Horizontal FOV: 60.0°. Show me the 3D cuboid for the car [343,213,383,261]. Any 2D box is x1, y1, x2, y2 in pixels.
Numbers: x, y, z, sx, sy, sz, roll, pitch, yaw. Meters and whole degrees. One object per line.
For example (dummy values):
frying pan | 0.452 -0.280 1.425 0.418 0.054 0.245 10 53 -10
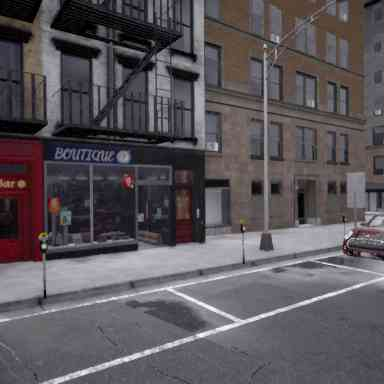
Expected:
car | 7.043 1.442 11.592 4.097 1.590 1.967 0 -1 -36
